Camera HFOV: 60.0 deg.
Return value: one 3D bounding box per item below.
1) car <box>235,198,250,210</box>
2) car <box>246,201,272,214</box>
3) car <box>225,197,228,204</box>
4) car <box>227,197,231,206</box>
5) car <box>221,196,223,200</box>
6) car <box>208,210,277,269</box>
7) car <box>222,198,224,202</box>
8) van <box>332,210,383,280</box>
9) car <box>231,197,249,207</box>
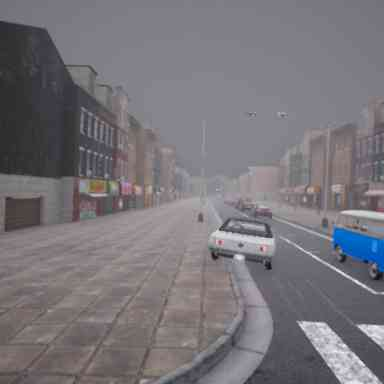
[{"bbox_3d":[7.121,1.833,42.954,1.947,1.339,4.313,2,0,2],"label":"car"},{"bbox_3d":[6.646,1.810,32.031,1.802,1.307,4.206,2,0,2],"label":"car"},{"bbox_3d":[8.066,1.944,64.801,1.947,1.339,4.313,2,0,2],"label":"car"},{"bbox_3d":[7.831,1.891,59.340,1.887,1.381,4.507,2,0,2],"label":"car"},{"bbox_3d":[8.780,1.923,81.187,1.967,1.590,4.097,2,0,2],"label":"car"},{"bbox_3d":[1.936,1.566,11.451,1.895,1.301,4.718,7,1,15],"label":"car"},{"bbox_3d":[8.538,2.028,75.725,1.802,1.307,4.206,2,0,2],"label":"car"},{"bbox_3d":[5.708,1.520,10.183,1.690,1.788,3.998,2,0,2],"label":"van"},{"bbox_3d":[7.366,1.606,48.416,2.192,1.841,5.009,2,0,2],"label":"car"}]
